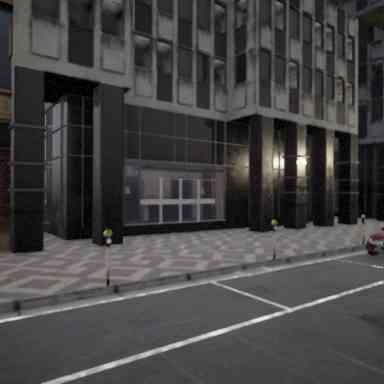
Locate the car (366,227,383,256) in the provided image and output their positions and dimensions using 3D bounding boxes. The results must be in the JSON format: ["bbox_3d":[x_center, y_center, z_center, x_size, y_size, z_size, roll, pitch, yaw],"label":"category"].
[{"bbox_3d":[8.278,1.713,12.546,4.206,1.307,1.802,1,-1,-35],"label":"car"}]
